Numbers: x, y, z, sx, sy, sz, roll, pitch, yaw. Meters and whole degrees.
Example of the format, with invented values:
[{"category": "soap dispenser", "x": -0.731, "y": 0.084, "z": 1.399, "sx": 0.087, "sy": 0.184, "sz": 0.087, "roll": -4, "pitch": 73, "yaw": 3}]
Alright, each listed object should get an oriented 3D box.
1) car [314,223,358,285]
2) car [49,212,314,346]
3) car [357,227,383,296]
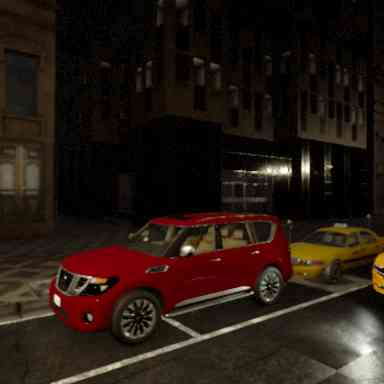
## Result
[{"category": "car", "x": 4.311, "y": 1.640, "z": 9.902, "sx": 4.829, "sy": 1.417, "sz": 1.752, "roll": 1, "pitch": -1, "yaw": -37}, {"category": "car", "x": -0.062, "y": 1.380, "z": 6.656, "sx": 5.009, "sy": 1.841, "sz": 2.192, "roll": 1, "pitch": -1, "yaw": -37}, {"category": "car", "x": 6.138, "y": 1.579, "z": 7.818, "sx": 5.008, "sy": 1.535, "sz": 1.882, "roll": 1, "pitch": -1, "yaw": -37}]
